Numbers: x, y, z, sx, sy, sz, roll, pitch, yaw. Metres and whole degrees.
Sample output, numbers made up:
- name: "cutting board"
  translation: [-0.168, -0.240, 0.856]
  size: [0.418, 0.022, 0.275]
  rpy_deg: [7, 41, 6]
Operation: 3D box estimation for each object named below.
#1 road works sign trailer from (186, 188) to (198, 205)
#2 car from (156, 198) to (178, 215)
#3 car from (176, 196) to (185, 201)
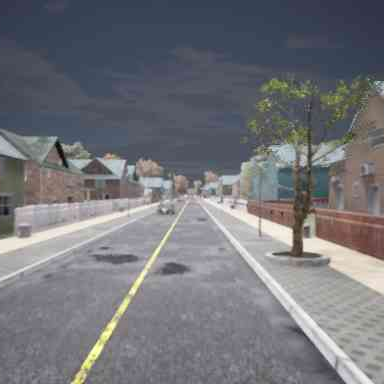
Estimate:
- name: "road works sign trailer"
  translation: [0.036, 0.918, 69.083]
  size: [2.380, 3.560, 2.880]
  rpy_deg: [0, 0, 0]
- name: "car"
  translation: [-2.824, 1.745, 36.950]
  size: [2.128, 1.511, 4.902]
  rpy_deg: [0, 0, 0]
- name: "car"
  translation: [-2.710, 1.624, 77.565]
  size: [2.097, 1.767, 4.553]
  rpy_deg: [0, 0, 0]
